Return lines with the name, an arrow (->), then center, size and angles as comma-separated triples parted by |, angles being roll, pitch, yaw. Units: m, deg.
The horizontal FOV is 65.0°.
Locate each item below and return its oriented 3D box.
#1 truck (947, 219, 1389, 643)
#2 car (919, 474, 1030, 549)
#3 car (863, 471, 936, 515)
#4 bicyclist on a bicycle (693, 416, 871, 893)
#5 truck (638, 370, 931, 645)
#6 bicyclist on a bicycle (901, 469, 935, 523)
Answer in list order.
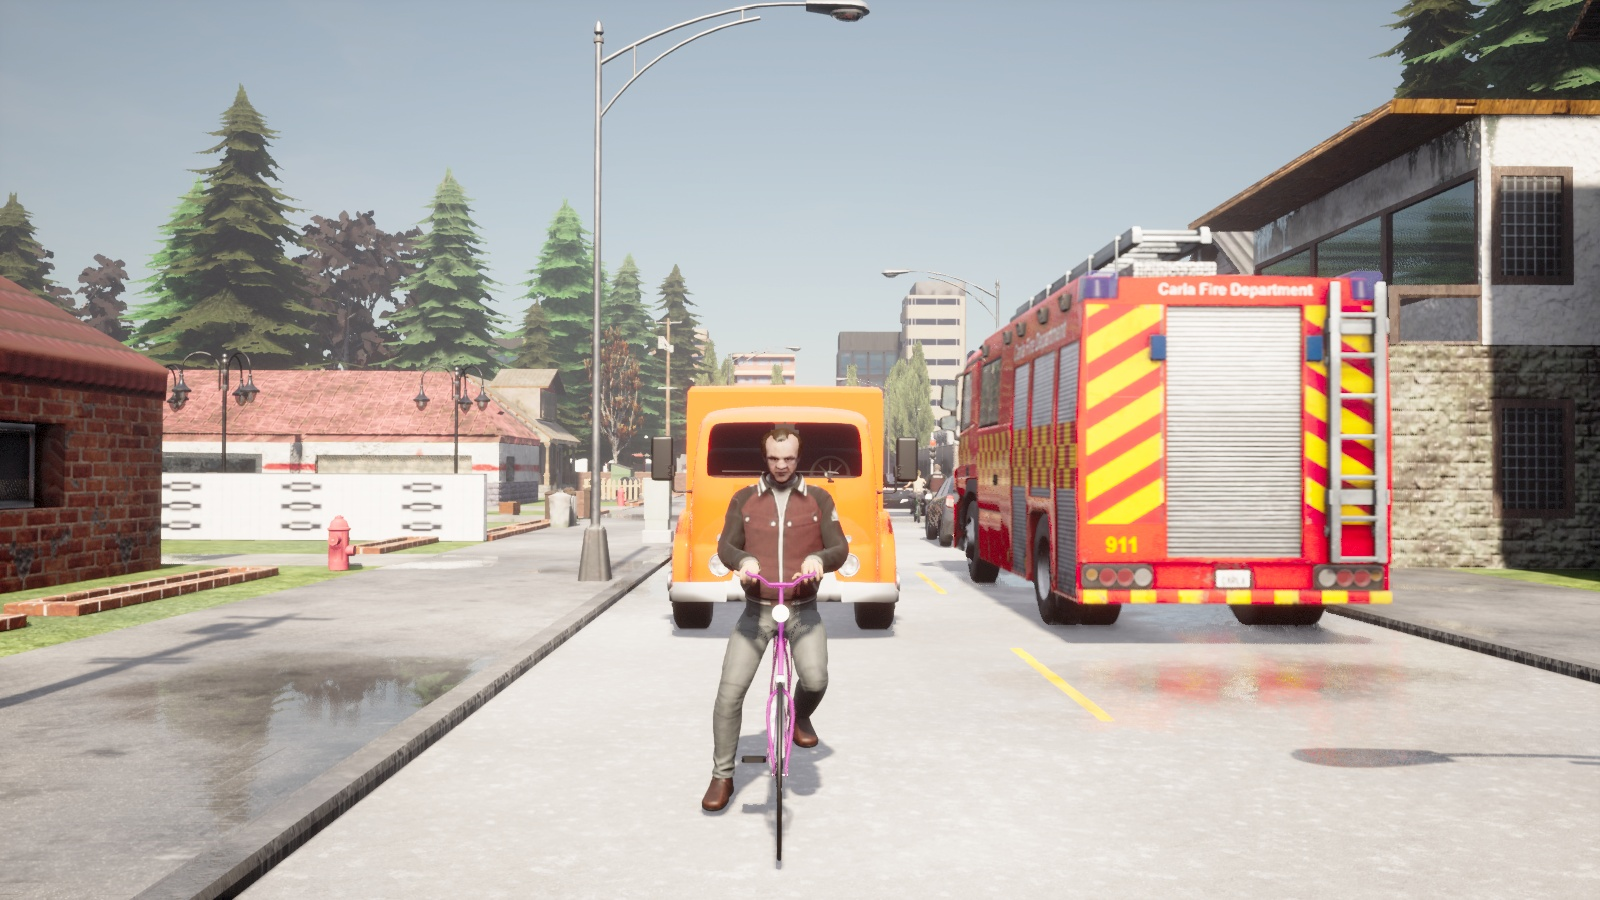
truck -> 3.814, -0.105, 15.579 | 2.891, 3.827, 8.468 | 0, -1, -1
car -> 3.697, 1.269, 27.173 | 1.845, 1.501, 3.633 | 0, -1, -1
car -> 3.519, 1.516, 45.323 | 2.128, 1.511, 4.902 | 0, -1, -1
bicyclist on a bicycle -> -0.079, 0.780, 5.614 | 0.659, 1.776, 1.843 | 0, -1, -1
truck -> -0.168, 0.562, 13.922 | 2.627, 2.467, 5.204 | 0, -1, -1
bicyclist on a bicycle -> 3.580, 1.378, 38.293 | 0.866, 1.612, 1.509 | 0, -1, -1
